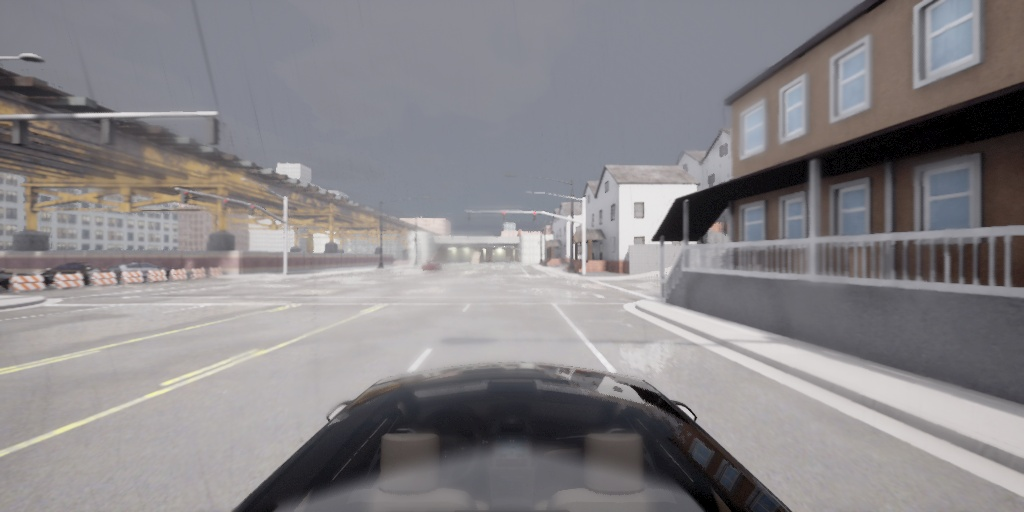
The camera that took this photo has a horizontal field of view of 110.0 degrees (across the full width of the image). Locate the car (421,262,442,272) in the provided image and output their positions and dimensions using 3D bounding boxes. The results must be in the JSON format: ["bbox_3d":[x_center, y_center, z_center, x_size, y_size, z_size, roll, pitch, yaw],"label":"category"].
[{"bbox_3d":[-10.534,1.414,47.351,1.895,1.301,4.718,0,0,0],"label":"car"}]
